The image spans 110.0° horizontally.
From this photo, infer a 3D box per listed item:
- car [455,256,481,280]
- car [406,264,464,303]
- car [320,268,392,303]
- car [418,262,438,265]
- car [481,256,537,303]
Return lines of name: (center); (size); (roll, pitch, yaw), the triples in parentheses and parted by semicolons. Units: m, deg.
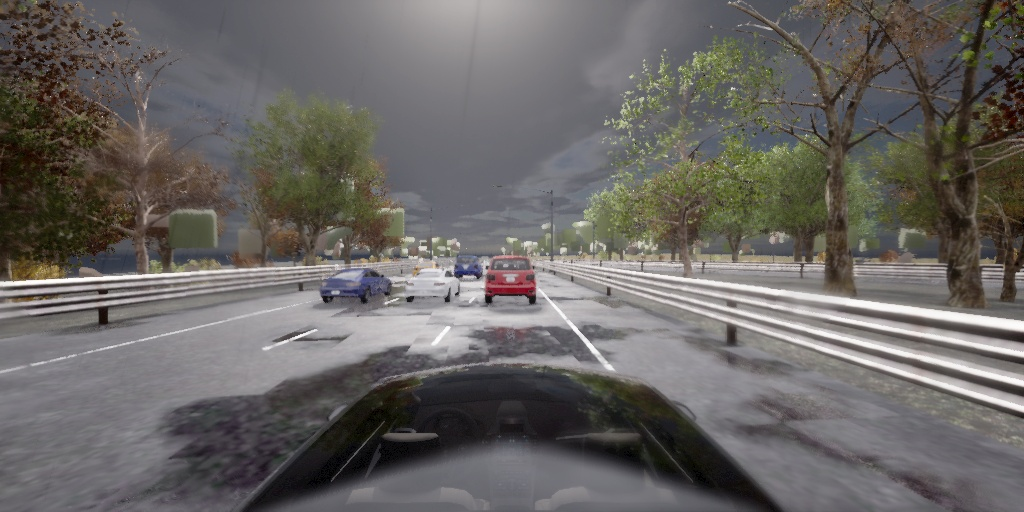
car: (-3.799, 1.020, 31.736); (2.150, 2.045, 5.566); (0, 0, -1)
car: (-3.576, 1.285, 16.655); (1.812, 1.442, 4.674); (0, 0, -1)
car: (-7.075, 1.286, 16.620); (1.812, 1.442, 4.674); (0, 0, -1)
car: (-7.298, 1.248, 31.637); (1.882, 1.535, 5.008); (0, 0, -1)
car: (-0.076, 1.010, 16.720); (2.150, 2.045, 5.566); (0, 0, -1)
